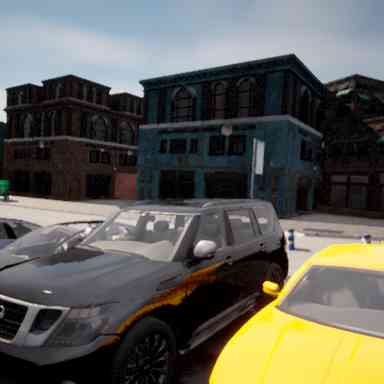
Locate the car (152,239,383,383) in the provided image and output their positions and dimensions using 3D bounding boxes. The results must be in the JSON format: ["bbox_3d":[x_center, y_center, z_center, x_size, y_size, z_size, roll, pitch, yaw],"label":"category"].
[{"bbox_3d":[2.050,1.424,3.691,2.097,1.535,5.008,0,0,35],"label":"car"}]

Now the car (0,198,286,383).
[{"bbox_3d":[-0.244,1.164,5.285,2.435,2.045,5.566,0,0,36],"label":"car"}]
